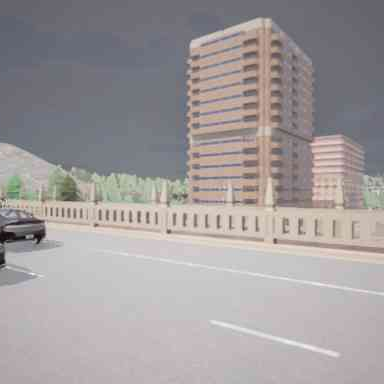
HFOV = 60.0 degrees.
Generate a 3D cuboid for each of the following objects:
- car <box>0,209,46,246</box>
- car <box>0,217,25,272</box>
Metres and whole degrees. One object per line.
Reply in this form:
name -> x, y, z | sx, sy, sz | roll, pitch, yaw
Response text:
car -> -8.171, 1.492, 14.115 | 4.902, 1.511, 2.128 | 0, 0, 35
car -> -6.847, 1.492, 8.872 | 4.902, 1.511, 2.128 | 0, 0, 36
